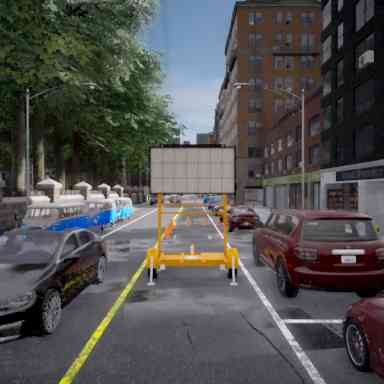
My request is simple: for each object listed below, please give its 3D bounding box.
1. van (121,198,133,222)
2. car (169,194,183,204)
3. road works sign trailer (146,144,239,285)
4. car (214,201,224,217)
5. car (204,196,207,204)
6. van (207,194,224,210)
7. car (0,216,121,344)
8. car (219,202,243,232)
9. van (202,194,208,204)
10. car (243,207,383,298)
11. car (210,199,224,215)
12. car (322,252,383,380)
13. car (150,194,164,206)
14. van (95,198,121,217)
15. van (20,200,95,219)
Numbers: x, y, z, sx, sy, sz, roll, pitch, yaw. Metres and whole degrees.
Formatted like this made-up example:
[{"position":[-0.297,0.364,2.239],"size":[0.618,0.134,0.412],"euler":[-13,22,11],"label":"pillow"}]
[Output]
[{"position":[-5.635,1.330,25.432],"size":[1.690,1.788,3.998],"euler":[0,0,0],"label":"van"},{"position":[-2.969,1.434,58.733],"size":[2.128,1.511,4.902],"euler":[0,0,1],"label":"car"},{"position":[0.014,0.463,9.424],"size":[2.380,3.560,2.880],"euler":[0,0,0],"label":"road works sign trailer"},{"position":[2.891,1.571,25.447],"size":[1.802,1.307,4.206],"euler":[0,0,0],"label":"car"},{"position":[2.915,1.514,42.429],"size":[1.887,1.381,4.507],"euler":[0,0,0],"label":"car"},{"position":[2.906,1.317,36.768],"size":[1.690,1.788,3.998],"euler":[0,0,0],"label":"van"},{"position":[-3.090,1.491,6.723],"size":[2.128,1.511,4.902],"euler":[0,0,0],"label":"car"},{"position":[2.883,1.538,19.787],"size":[1.887,1.381,4.507],"euler":[0,0,0],"label":"car"},{"position":[2.930,1.292,53.749],"size":[1.690,1.788,3.998],"euler":[0,0,0],"label":"van"},{"position":[2.866,1.314,8.466],"size":[2.192,1.841,5.009],"euler":[0,0,0],"label":"car"},{"position":[2.899,1.565,31.108],"size":[1.802,1.307,4.206],"euler":[0,0,0],"label":"car"},{"position":[2.859,1.582,2.805],"size":[1.802,1.307,4.206],"euler":[0,0,0],"label":"car"},{"position":[-5.594,1.266,53.721],"size":[2.192,1.841,5.009],"euler":[0,0,0],"label":"car"},{"position":[-5.643,1.334,19.773],"size":[1.690,1.788,3.998],"euler":[0,0,0],"label":"van"},{"position":[-5.651,1.338,14.116],"size":[1.690,1.788,3.998],"euler":[0,0,0],"label":"van"}]
